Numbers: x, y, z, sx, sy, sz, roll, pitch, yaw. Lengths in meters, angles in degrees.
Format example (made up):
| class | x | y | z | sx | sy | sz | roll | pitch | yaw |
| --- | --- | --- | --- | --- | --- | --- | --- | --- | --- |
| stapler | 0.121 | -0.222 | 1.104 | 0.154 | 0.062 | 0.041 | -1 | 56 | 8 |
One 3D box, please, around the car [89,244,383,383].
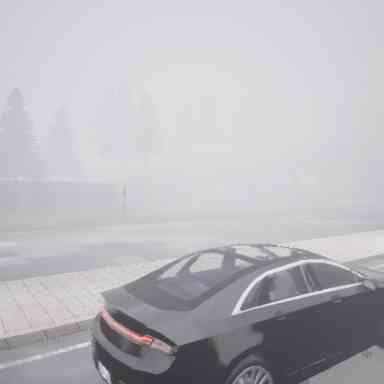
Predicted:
| class | x | y | z | sx | sy | sz | roll | pitch | yaw |
| --- | --- | --- | --- | --- | --- | --- | --- | --- | --- |
| car | 1.140 | 1.490 | 4.560 | 4.902 | 1.511 | 2.128 | 0 | 0 | -36 |
